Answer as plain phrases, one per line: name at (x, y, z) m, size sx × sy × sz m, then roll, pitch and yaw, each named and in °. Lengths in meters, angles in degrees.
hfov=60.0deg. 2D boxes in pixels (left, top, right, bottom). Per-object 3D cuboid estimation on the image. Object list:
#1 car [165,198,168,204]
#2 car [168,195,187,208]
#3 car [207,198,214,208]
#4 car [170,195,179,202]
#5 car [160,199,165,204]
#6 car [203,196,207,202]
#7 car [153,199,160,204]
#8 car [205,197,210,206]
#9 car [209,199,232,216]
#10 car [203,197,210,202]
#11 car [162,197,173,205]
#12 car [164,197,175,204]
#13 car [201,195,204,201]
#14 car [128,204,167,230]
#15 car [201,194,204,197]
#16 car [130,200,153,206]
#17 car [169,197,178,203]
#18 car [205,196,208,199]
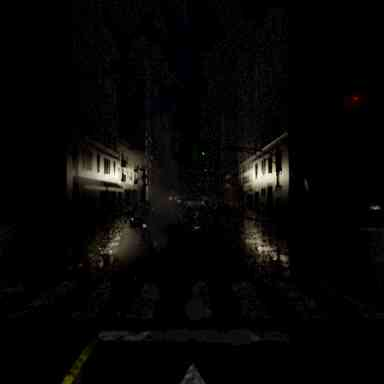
car at (-5.197, 1.765, 50.859) m, size 1.887 × 1.381 × 4.507 m, roll 1°, pitch 0°, yaw 1°
car at (-2.332, 1.726, 51.883) m, size 2.128 × 1.511 × 4.902 m, roll 0°, pitch 0°, yaw 1°
car at (3.159, 1.717, 39.678) m, size 1.887 × 1.381 × 4.507 m, roll 1°, pitch 0°, yaw 1°
car at (-4.604, 1.691, 89.561) m, size 2.192 × 1.841 × 5.009 m, roll 1°, pitch 0°, yaw 1°
car at (-5.282, 1.748, 45.331) m, size 2.008 × 1.369 × 4.403 m, roll 1°, pitch 0°, yaw 1°
car at (3.496, 1.831, 61.798) m, size 1.947 × 1.339 × 4.313 m, roll 1°, pitch 0°, yaw 1°
car at (-5.366, 1.740, 39.802) m, size 1.947 × 1.339 × 4.313 m, roll 1°, pitch 0°, yaw 1°
car at (3.243, 1.747, 45.208) m, size 2.008 × 1.369 × 4.403 m, roll 1°, pitch 0°, yaw 1°
car at (3.074, 1.715, 34.147) m, size 1.947 × 1.339 × 4.313 m, roll 1°, pitch 0°, yaw 1°
car at (3.918, 1.957, 89.448) m, size 1.802 × 1.307 × 4.206 m, roll 1°, pitch 0°, yaw 1°
car at (-4.946, 1.813, 67.276) m, size 1.752 × 1.417 × 4.829 m, roll 1°, pitch 0°, yaw 1°
car at (-4.860, 1.877, 72.974) m, size 1.947 × 1.339 × 4.313 m, roll 1°, pitch 0°, yaw 1°
car at (3.665, 1.860, 72.858) m, size 2.008 × 1.369 × 4.403 m, roll 1°, pitch 0°, yaw 1°
car at (-2.792, 1.709, 21.982) m, size 1.895 × 1.301 × 4.718 m, roll 0°, pitch 0°, yaw 1°
car at (3.833, 1.919, 83.918) m, size 1.947 × 1.339 × 4.313 m, roll 1°, pitch 0°, yaw 1°
car at (-5.451, 1.733, 34.273) m, size 1.802 × 1.307 × 4.206 m, roll 1°, pitch 0°, yaw 1°
car at (-4.691, 1.921, 84.031) m, size 1.947 × 1.339 × 4.313 m, roll 1°, pitch 0°, yaw 1°
car at (3.327, 1.764, 50.738) m, size 1.887 × 1.381 × 4.507 m, roll 1°, pitch 0°, yaw 1°
